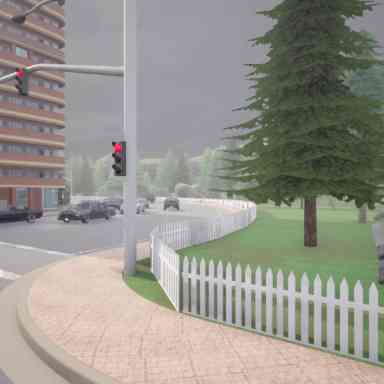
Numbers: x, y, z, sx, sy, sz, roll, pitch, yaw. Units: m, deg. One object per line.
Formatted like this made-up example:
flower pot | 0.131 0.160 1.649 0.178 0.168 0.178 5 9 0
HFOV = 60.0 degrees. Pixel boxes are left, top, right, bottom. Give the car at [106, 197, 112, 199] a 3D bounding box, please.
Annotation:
car | -9.853 1.492 31.812 2.033 1.411 5.357 0 0 8

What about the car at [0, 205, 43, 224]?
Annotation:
car | -12.653 1.545 22.578 1.895 1.301 4.718 0 0 23

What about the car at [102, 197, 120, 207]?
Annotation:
car | -12.621 1.508 51.542 1.994 1.385 4.181 0 0 -24

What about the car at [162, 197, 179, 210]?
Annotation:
car | -2.718 1.449 42.396 1.837 1.490 4.892 1 0 -6

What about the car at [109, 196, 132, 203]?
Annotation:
car | -14.407 1.492 66.666 2.033 1.411 5.357 0 0 -45

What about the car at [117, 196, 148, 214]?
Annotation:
car | -6.140 1.470 34.704 1.812 1.442 4.674 0 0 3

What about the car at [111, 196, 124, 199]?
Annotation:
car | -9.767 1.492 41.886 2.033 1.411 5.357 0 0 -7

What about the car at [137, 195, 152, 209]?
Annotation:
car | -6.897 1.470 44.895 1.812 1.442 4.674 0 0 -13

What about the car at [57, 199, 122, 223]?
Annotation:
car | -7.768 1.492 25.260 2.033 1.411 5.357 0 0 17

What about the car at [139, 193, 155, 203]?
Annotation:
car | -9.557 1.166 66.407 2.150 2.045 5.566 0 0 -40
